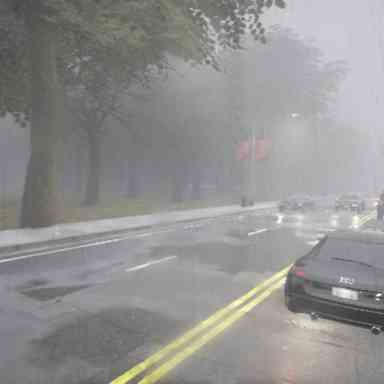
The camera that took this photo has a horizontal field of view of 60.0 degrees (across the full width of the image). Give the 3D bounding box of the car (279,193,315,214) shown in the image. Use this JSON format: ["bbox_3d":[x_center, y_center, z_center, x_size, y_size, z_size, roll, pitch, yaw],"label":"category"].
[{"bbox_3d":[8.320,0.833,26.097,1.812,1.442,4.674,2,2,33],"label":"car"}]

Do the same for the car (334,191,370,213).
[{"bbox_3d":[13.081,0.876,27.395,1.837,1.490,4.892,2,2,34],"label":"car"}]

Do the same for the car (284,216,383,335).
[{"bbox_3d":[3.314,1.403,6.470,1.994,1.385,4.181,2,2,34],"label":"car"}]

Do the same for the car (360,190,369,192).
[{"bbox_3d":[31.324,0.307,60.576,2.033,1.411,5.357,2,2,34],"label":"car"}]

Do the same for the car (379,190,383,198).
[{"bbox_3d":[36.169,0.310,61.996,1.812,1.442,4.674,2,2,34],"label":"car"}]

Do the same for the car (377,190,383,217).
[{"bbox_3d":[13.673,0.776,22.047,2.150,2.045,5.566,2,2,34],"label":"car"}]
